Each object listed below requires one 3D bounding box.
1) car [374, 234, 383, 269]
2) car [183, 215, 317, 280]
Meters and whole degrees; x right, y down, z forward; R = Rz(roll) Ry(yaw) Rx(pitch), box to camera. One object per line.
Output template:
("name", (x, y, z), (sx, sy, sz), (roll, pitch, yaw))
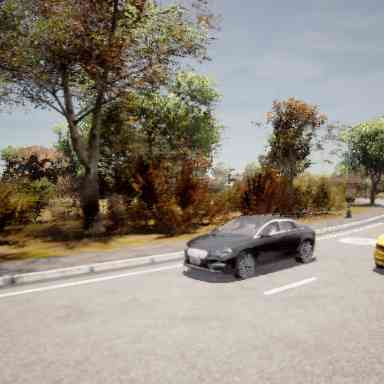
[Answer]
("car", (7.313, 1.464, 10.189), (5.008, 1.535, 1.882), (0, 0, -42))
("car", (1.940, 1.498, 10.173), (4.902, 1.511, 2.128), (0, 0, -40))
